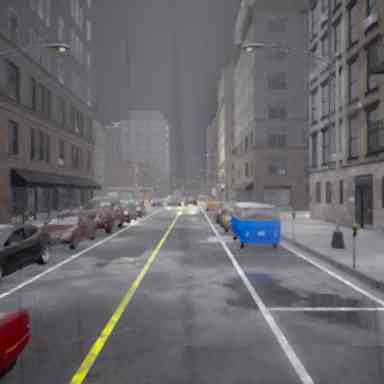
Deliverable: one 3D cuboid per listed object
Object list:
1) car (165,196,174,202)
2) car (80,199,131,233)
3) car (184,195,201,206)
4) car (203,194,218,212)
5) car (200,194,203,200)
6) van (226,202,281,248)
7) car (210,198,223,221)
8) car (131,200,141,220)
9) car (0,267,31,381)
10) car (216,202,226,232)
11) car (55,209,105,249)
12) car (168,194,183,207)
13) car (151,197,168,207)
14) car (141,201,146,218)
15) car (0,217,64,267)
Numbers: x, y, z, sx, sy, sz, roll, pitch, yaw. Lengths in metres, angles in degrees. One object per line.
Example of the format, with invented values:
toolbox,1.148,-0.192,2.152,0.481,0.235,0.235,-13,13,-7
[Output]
car,-5.373,1.675,79.057,1.752,1.417,4.829,0,0,0
car,-5.384,1.351,19.925,2.192,1.841,5.009,0,0,0
car,-0.217,1.631,56.460,1.812,1.442,4.674,0,0,-9
car,2.757,1.425,40.226,2.097,1.767,4.553,0,0,0
car,2.655,1.613,90.549,1.967,1.590,4.097,0,0,0
van,2.640,1.367,14.514,1.690,1.788,3.998,0,0,0
car,2.642,1.486,25.333,1.967,1.590,4.097,0,0,0
car,-5.383,1.486,25.335,1.967,1.590,4.097,0,0,0
car,-2.849,1.604,1.732,1.895,1.301,4.718,0,0,0
car,2.641,1.561,20.094,1.752,1.417,4.829,0,0,0
car,-5.385,1.608,14.516,1.802,1.307,4.206,0,0,0
car,-2.772,1.449,52.967,2.097,1.767,4.553,0,0,1
car,-5.378,1.648,52.381,2.008,1.369,4.403,0,0,0
car,-5.382,1.496,30.744,1.967,1.590,4.097,0,0,0
car,-5.386,1.582,9.106,1.947,1.339,4.313,0,0,0
